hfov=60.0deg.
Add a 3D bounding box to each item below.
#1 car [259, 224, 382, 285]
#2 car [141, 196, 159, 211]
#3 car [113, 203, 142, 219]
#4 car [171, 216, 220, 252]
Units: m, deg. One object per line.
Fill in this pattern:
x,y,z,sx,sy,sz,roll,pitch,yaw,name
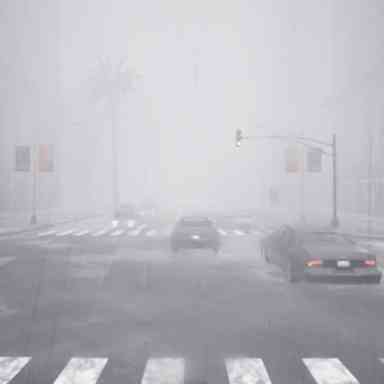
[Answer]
3.367,1.660,9.865,2.033,1.411,5.357,0,-1,0,car
-6.432,1.806,50.951,2.150,2.045,5.566,0,-1,1,car
-6.506,1.890,33.222,1.837,1.490,4.892,0,-1,0,car
0.144,1.731,14.750,1.994,1.385,4.181,0,-1,0,car
